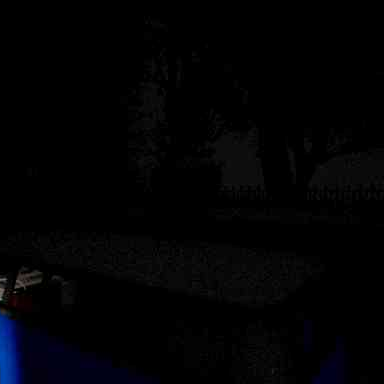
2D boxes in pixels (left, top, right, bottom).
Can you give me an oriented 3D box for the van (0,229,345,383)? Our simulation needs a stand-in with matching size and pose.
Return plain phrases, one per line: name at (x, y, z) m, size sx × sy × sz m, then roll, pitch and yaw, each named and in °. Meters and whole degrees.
van at (-0.667, 1.341, 3.188) m, size 3.998 × 1.788 × 1.690 m, roll 0°, pitch 0°, yaw 35°
